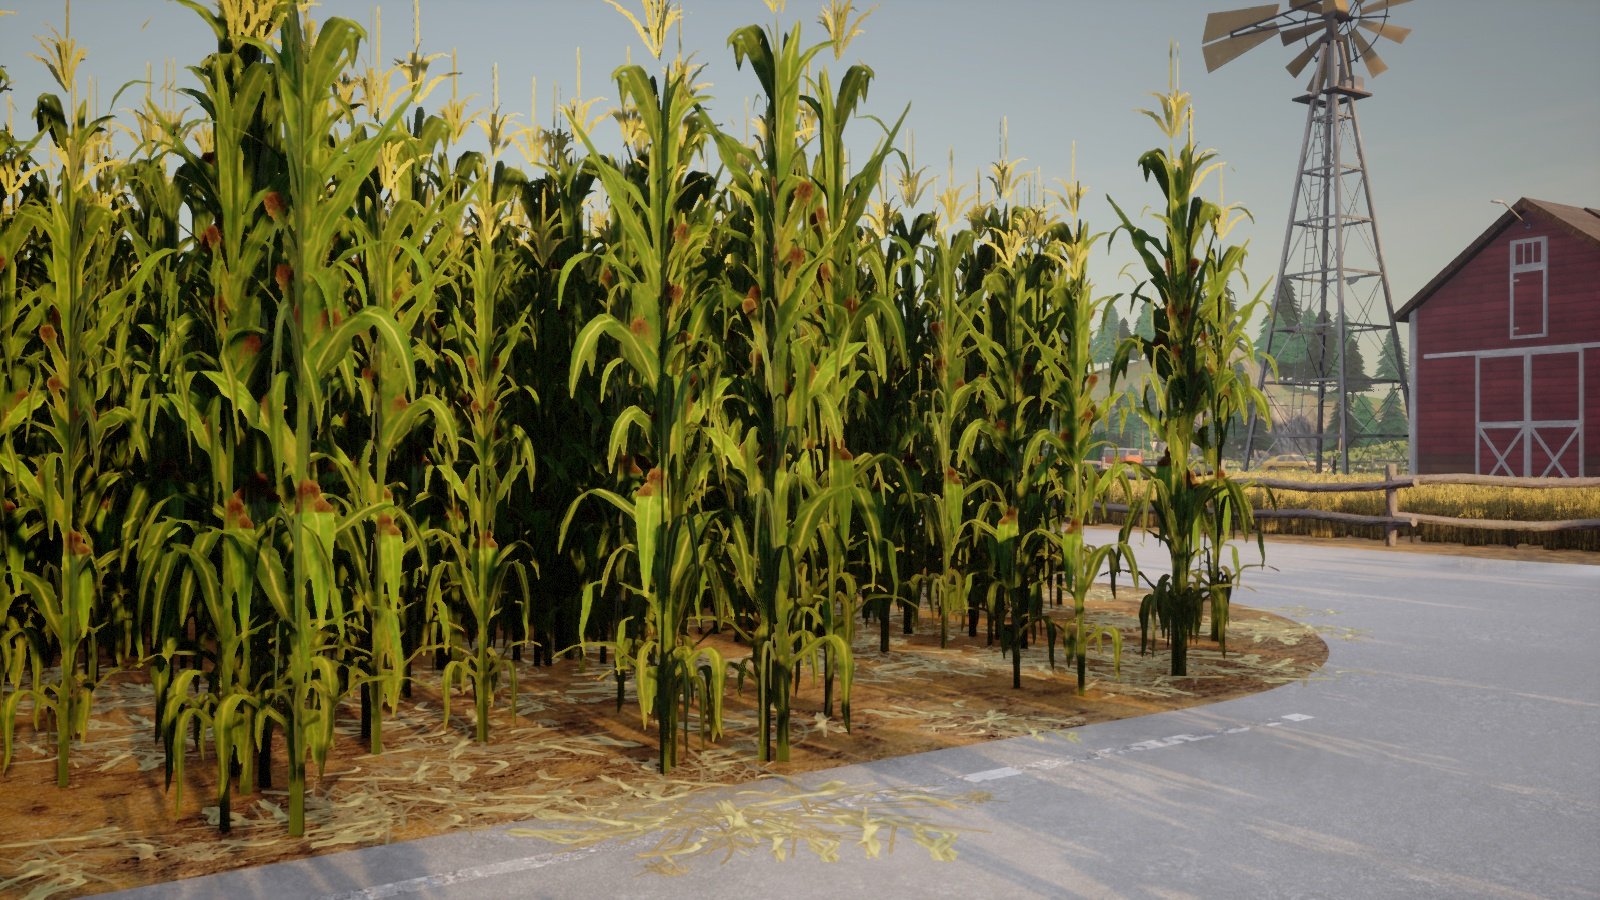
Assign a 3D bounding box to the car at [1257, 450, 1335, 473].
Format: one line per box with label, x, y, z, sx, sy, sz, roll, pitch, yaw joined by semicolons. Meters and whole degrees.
car;35.004;0.827;88.809;1.801;1.575;5.366;0;0;-25
